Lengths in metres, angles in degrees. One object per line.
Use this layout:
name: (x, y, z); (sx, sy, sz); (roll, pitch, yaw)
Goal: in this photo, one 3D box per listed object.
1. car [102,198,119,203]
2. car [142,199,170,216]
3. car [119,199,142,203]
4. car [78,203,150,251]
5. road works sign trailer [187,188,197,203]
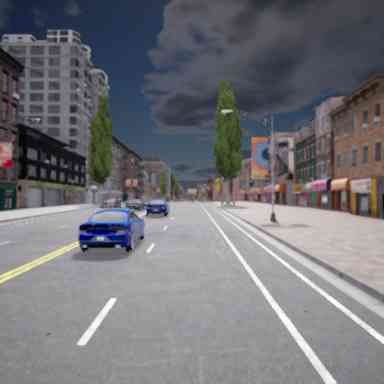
car: (-9.823, 1.499, 40.610); (1.812, 1.442, 4.674); (0, 0, 0)
car: (-3.141, 1.420, 31.378); (1.882, 1.535, 5.008); (0, 0, 0)
car: (-6.578, 1.511, 38.638); (2.033, 1.411, 5.357); (0, 0, 0)
car: (-3.146, 1.438, 13.897); (1.882, 1.535, 5.008); (0, 0, 0)
road works sign trailer: (0.027, 0.836, 79.065); (2.380, 3.560, 2.880); (0, -1, 0)
